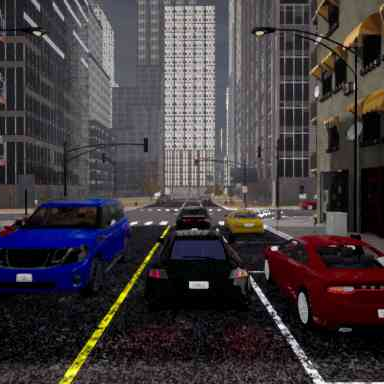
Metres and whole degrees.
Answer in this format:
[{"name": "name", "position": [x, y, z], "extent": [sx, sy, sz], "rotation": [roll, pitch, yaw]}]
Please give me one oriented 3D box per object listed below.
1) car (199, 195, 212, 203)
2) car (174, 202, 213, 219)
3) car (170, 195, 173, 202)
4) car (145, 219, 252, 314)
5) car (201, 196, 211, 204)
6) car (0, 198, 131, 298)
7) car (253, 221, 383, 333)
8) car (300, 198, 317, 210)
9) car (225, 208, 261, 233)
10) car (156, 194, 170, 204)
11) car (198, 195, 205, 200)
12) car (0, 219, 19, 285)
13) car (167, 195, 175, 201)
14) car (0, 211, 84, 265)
[{"name": "car", "position": [2.740, 1.438, 61.403], "extent": [1.967, 1.590, 4.097], "rotation": [-1, 0, 0]}, {"name": "car", "position": [0.094, 1.503, 17.698], "extent": [1.837, 1.490, 4.892], "rotation": [0, 0, -1]}, {"name": "car", "position": [-5.635, 1.313, 66.972], "extent": [2.192, 1.841, 5.009], "rotation": [-1, 0, 0]}, {"name": "car", "position": [0.111, 1.563, 7.714], "extent": [1.994, 1.385, 4.181], "rotation": [0, 0, 0]}, {"name": "car", "position": [2.747, 1.523, 67.132], "extent": [1.752, 1.417, 4.829], "rotation": [-1, 0, 0]}, {"name": "car", "position": [-3.075, 1.219, 8.886], "extent": [2.150, 2.045, 5.566], "rotation": [0, 0, 0]}, {"name": "car", "position": [2.689, 1.544, 6.830], "extent": [1.887, 1.381, 4.507], "rotation": [-1, 0, 0]}, {"name": "car", "position": [14.287, 1.256, 36.990], "extent": [4.507, 1.381, 1.887], "rotation": [-1, 1, 0]}, {"name": "car", "position": [2.699, 1.523, 18.047], "extent": [1.752, 1.417, 4.829], "rotation": [-1, 0, 0]}, {"name": "car", "position": [-5.639, 1.542, 61.412], "extent": [1.887, 1.381, 4.507], "rotation": [-1, 0, 0]}, {"name": "car", "position": [2.774, 1.582, 94.760], "extent": [1.802, 1.307, 4.206], "rotation": [-1, 0, 0]}, {"name": "car", "position": [-5.693, 1.439, 6.852], "extent": [1.967, 1.590, 4.097], "rotation": [-1, 0, 0]}, {"name": "car", "position": [-5.612, 1.544, 89.209], "extent": [1.887, 1.381, 4.507], "rotation": [-1, 0, 0]}, {"name": "car", "position": [-5.687, 1.543, 12.376], "extent": [1.887, 1.381, 4.507], "rotation": [-1, 0, 0]}]
